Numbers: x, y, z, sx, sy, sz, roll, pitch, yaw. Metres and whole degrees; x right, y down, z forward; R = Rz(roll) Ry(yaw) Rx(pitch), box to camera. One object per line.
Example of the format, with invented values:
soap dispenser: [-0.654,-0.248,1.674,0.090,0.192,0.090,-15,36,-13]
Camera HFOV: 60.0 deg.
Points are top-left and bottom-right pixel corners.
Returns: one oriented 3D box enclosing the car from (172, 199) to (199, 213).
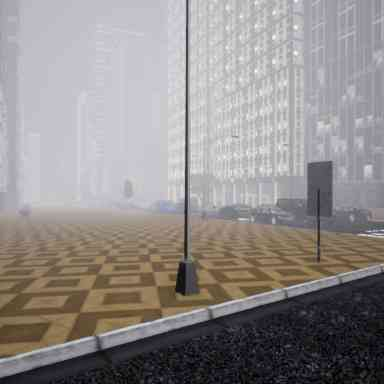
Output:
car: [-0.695,2.153,46.119,1.837,1.490,4.892,0,0,-25]

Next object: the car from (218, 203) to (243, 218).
car: [4.476,2.002,35.362,1.994,1.385,4.181,0,-1,-25]

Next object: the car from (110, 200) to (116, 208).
car: [-15.845,2.731,71.526,1.887,1.381,4.507,-1,-1,-26]

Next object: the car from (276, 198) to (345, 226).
car: [8.806,1.484,26.354,2.150,2.045,5.566,0,-1,-26]

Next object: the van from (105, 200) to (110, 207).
van: [-18.290,2.634,76.594,1.690,1.788,3.998,-1,-1,-26]

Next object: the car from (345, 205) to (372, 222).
car: [13.675,1.854,29.561,2.008,1.369,4.403,-1,-1,-26]

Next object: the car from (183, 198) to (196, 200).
car: [-0.951,2.017,53.827,2.150,2.045,5.566,0,-1,-25]

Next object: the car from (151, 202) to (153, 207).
car: [-5.597,2.497,63.389,1.837,1.490,4.892,0,-1,-26]

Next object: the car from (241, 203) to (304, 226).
car: [6.126,1.814,25.924,2.008,1.369,4.403,-1,-1,-26]

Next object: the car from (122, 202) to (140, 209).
car: [-10.963,2.525,61.392,2.008,1.369,4.403,-1,-1,-26]

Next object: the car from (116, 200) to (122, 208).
car: [-13.331,2.602,66.306,1.752,1.417,4.829,-1,-1,-26]

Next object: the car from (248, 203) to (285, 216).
car: [8.793,2.068,39.695,1.947,1.339,4.313,-1,-1,-26]

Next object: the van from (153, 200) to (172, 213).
van: [-3.643,2.005,46.195,1.690,1.788,3.998,-1,-1,-26]

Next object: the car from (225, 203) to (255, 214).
car: [6.352,2.169,44.762,1.947,1.339,4.313,-1,-1,-26]

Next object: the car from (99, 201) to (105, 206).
car: [-23.168,3.053,86.725,1.887,1.381,4.507,-1,-1,-26]
